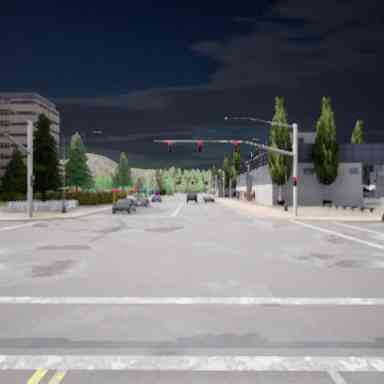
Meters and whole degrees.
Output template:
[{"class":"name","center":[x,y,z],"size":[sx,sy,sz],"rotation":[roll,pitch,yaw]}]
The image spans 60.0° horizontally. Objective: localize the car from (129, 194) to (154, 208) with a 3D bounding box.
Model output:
[{"class":"car","center":[-7.096,1.438,46.966],"size":[2.128,1.511,4.902],"rotation":[0,0,0]}]

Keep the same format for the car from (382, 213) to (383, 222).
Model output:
[{"class":"car","center":[14.974,1.480,21.600],"size":[4.892,1.490,1.837],"rotation":[0,0,0]}]

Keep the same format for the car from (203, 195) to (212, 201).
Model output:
[{"class":"car","center":[3.484,1.362,77.139],"size":[1.895,1.301,4.718],"rotation":[0,0,0]}]

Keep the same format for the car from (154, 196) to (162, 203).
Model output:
[{"class":"car","center":[-7.025,1.471,66.700],"size":[2.033,1.411,5.357],"rotation":[0,0,0]}]

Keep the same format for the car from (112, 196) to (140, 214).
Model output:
[{"class":"car","center":[-7.124,1.464,35.312],"size":[1.837,1.490,4.892],"rotation":[0,0,1]}]

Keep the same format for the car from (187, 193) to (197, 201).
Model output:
[{"class":"car","center":[-0.016,1.122,77.078],"size":[2.097,1.767,4.553],"rotation":[0,0,0]}]

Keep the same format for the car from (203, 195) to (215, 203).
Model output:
[{"class":"car","center":[3.486,1.524,66.831],"size":[1.895,1.301,4.718],"rotation":[0,0,0]}]

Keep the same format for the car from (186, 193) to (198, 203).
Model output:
[{"class":"car","center":[-0.014,1.145,66.456],"size":[2.150,2.045,5.566],"rotation":[0,0,0]}]
